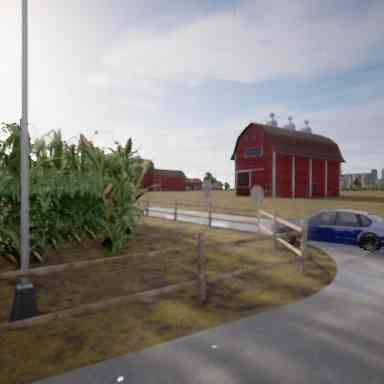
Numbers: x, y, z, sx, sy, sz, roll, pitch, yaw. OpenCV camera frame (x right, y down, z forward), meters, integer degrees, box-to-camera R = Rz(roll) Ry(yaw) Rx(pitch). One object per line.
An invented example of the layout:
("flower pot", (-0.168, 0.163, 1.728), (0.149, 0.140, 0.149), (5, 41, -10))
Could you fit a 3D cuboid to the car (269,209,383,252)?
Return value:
("car", (5.775, 1.396, 13.127), (5.357, 1.411, 2.033), (1, 1, 41))
